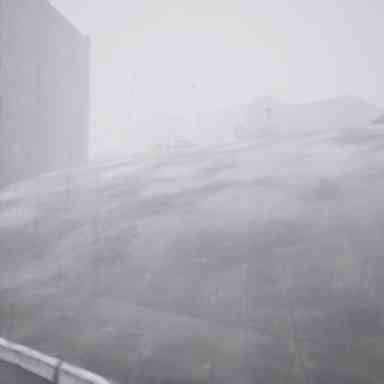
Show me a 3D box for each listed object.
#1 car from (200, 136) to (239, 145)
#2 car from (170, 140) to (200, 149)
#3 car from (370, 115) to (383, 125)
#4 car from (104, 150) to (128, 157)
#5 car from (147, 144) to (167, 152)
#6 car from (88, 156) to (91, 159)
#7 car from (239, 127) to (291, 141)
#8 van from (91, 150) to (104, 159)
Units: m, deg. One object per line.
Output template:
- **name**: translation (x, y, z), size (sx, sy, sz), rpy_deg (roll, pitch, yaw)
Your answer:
- **car**: translation (3.338, -4.853, 33.522), size (2.002, 1.452, 4.674), rpy_deg (0, 1, -40)
- **car**: translation (-0.305, -5.164, 37.867), size (2.185, 1.767, 4.553), rpy_deg (0, 1, -40)
- **car**: translation (13.896, -4.468, 20.933), size (2.231, 1.521, 4.892), rpy_deg (0, 1, -40)
- **car**: translation (-10.932, -5.439, 50.536), size (2.231, 1.521, 4.892), rpy_deg (0, 1, -40)
- **car**: translation (-3.852, -5.302, 42.096), size (2.185, 1.767, 4.553), rpy_deg (0, 1, -40)
- **car**: translation (-18.024, -5.644, 58.994), size (2.002, 1.452, 4.674), rpy_deg (0, 1, -40)
- **car**: translation (6.870, -4.878, 29.312), size (2.185, 1.767, 4.553), rpy_deg (0, 1, -40)
- **van**: translation (-14.396, -5.788, 54.667), size (1.878, 1.987, 4.442), rpy_deg (0, 1, -40)
